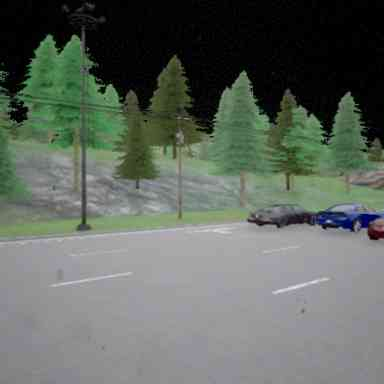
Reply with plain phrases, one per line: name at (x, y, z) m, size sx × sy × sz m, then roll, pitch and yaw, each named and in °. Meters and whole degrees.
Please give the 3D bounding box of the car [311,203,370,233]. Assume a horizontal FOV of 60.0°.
car at (9.224, 1.379, 18.921) m, size 5.008 × 1.535 × 1.882 m, roll 0°, pitch 0°, yaw -35°

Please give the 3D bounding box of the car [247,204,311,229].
car at (5.897, 1.457, 20.946) m, size 5.357 × 1.411 × 2.033 m, roll 0°, pitch 0°, yaw -35°

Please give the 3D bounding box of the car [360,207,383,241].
car at (9.770, 1.475, 15.010) m, size 4.181 × 1.385 × 1.994 m, roll 0°, pitch 0°, yaw -35°
